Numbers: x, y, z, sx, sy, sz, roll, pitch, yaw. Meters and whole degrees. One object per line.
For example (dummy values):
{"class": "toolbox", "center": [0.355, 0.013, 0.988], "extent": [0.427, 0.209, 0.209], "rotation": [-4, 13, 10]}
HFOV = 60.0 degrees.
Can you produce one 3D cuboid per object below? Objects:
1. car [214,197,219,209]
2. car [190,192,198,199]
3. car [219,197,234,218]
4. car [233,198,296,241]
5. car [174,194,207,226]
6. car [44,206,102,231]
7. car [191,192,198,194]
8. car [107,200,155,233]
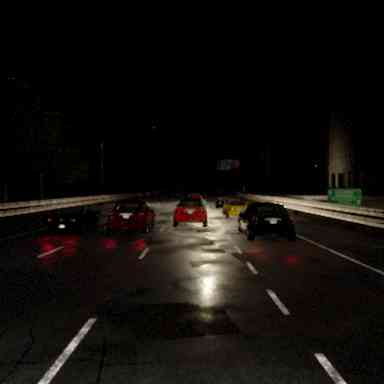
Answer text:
{"class": "car", "center": [3.659, 1.226, 38.503], "extent": [2.033, 1.411, 5.357], "rotation": [0, 1, 0]}
{"class": "car", "center": [0.524, 0.782, 74.507], "extent": [1.812, 1.442, 4.674], "rotation": [0, 1, 1]}
{"class": "car", "center": [3.584, 1.261, 27.722], "extent": [1.801, 1.575, 5.366], "rotation": [0, 1, 0]}
{"class": "car", "center": [3.530, 1.287, 16.530], "extent": [2.097, 1.767, 4.553], "rotation": [0, 1, 0]}
{"class": "car", "center": [-0.058, 1.219, 22.370], "extent": [2.097, 1.767, 4.553], "rotation": [0, 1, 1]}
{"class": "car", "center": [-6.855, 1.499, 19.791], "extent": [1.895, 1.301, 4.718], "rotation": [0, 1, 0]}
{"class": "car", "center": [0.425, 0.972, 58.314], "extent": [1.812, 1.442, 4.674], "rotation": [0, 1, 1]}
{"class": "car", "center": [-3.356, 1.258, 19.079], "extent": [2.097, 1.767, 4.553], "rotation": [0, 1, 0]}
